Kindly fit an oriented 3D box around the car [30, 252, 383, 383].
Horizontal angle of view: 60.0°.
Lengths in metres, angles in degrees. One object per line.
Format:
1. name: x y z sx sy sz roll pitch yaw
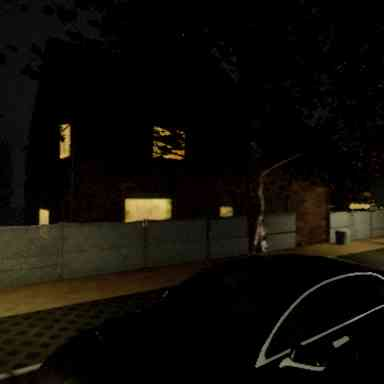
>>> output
1. car: 0.856 1.536 3.681 4.892 1.490 1.837 1 -1 -36
